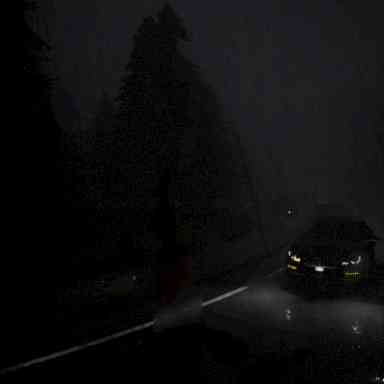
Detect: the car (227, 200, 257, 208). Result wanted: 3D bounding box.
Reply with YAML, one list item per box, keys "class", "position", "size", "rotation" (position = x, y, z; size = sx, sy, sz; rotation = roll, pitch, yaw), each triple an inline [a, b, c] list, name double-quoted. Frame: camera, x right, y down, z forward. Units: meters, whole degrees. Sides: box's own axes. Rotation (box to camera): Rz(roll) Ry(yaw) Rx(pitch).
- class: "car"
  position: [7.252, 1.636, 48.563]
  size: [1.895, 1.301, 4.718]
  rotation: [-1, 0, -33]

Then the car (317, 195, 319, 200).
- class: "car"
  position: [11.877, 1.181, 36.196]
  size: [2.150, 2.045, 5.566]
  rotation: [-1, 0, -7]

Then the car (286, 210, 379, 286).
- class: "car"
  position: [4.168, 1.486, 9.580]
  size: [1.837, 1.490, 4.892]
  rotation: [-1, 0, 32]

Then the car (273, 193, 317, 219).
- class: "car"
  position: [8.789, 1.197, 29.636]
  size: [2.150, 2.045, 5.566]
  rotation: [-1, 0, -1]

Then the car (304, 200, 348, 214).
- class: "car"
  position: [8.086, 1.452, 19.200]
  size: [2.128, 1.511, 4.902]
  rotation: [-1, 0, 11]
